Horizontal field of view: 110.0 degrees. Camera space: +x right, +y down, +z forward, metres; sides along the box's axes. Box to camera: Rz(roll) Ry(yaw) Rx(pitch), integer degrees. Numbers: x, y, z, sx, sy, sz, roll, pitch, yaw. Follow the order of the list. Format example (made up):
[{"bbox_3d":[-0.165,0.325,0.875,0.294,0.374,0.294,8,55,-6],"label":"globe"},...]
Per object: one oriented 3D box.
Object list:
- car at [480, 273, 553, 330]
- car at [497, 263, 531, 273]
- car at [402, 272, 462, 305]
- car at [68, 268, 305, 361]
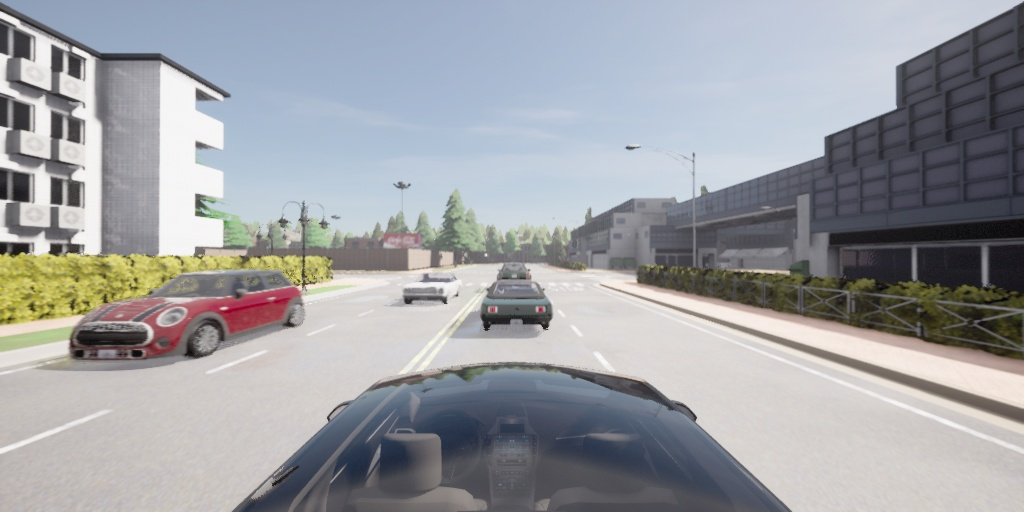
[{"bbox_3d":[0.115,1.396,11.287,1.895,1.301,4.718,0,0,0],"label":"car"},{"bbox_3d":[0.124,1.198,22.598,2.097,1.767,4.553,0,0,0],"label":"car"},{"bbox_3d":[-3.549,1.420,16.629,1.895,1.301,4.718,0,0,0],"label":"car"},{"bbox_3d":[-7.085,1.133,8.528,2.097,1.767,4.553,0,0,0],"label":"car"}]
